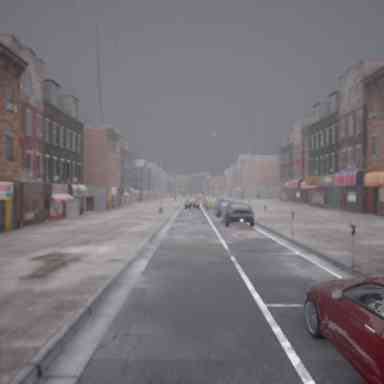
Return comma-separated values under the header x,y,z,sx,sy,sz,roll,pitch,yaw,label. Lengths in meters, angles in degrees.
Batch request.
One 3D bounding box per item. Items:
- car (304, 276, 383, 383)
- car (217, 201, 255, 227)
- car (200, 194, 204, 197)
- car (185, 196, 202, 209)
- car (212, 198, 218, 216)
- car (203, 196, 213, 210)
x,y,z,sx,sy,sz,roll,pitch,yaw,label
2.636,1.573,3.719,1.802,1.307,4.206,0,0,0,car
3.018,1.469,22.623,1.837,1.490,4.892,0,0,0,car
2.628,1.422,52.921,1.967,1.590,4.097,0,0,0,car
0.036,1.571,44.261,1.895,1.301,4.718,0,0,0,car
3.021,1.488,29.623,1.812,1.442,4.674,0,0,0,car
2.630,1.494,42.157,1.752,1.417,4.829,0,0,0,car
